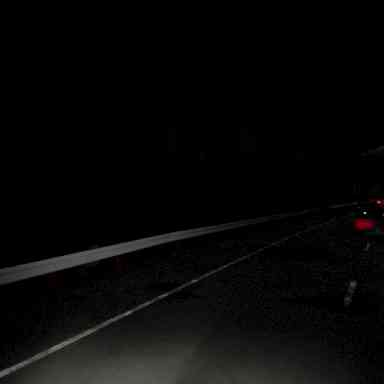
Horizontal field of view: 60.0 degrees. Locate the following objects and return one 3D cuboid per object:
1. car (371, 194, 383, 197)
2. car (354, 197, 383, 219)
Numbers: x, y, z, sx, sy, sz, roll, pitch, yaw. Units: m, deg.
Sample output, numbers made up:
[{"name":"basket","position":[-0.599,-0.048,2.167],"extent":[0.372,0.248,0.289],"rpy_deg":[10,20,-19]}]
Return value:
[{"name":"car","position":[21.796,1.221,38.300],"extent":[2.150,2.045,5.566],"rpy_deg":[0,0,35]},{"name":"car","position":[15.794,1.505,29.712],"extent":[1.837,1.490,4.892],"rpy_deg":[0,0,35]}]
